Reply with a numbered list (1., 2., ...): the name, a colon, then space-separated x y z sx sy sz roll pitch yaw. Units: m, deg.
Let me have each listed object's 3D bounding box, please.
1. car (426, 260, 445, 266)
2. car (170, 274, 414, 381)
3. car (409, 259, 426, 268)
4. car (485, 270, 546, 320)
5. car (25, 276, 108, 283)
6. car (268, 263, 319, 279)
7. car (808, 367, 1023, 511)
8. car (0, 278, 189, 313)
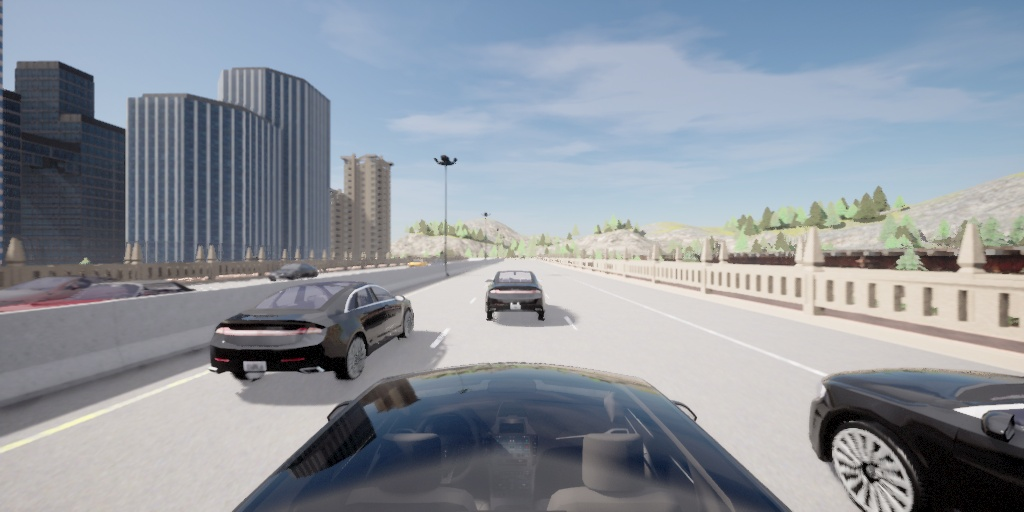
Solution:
1. car: -10.566 1.279 51.524 1.837 1.490 4.892 0 0 0
2. car: -3.399 1.244 7.168 2.128 1.511 4.902 0 0 0
3. car: -14.048 1.253 53.891 1.882 1.535 5.008 0 0 0
4. car: 0.102 1.247 12.673 2.128 1.511 4.902 0 0 0
5. car: -14.097 1.319 11.269 1.994 1.385 4.181 0 0 0
6. car: -17.590 1.289 29.160 1.812 1.442 4.674 0 0 0
7. car: 3.600 1.241 1.240 2.128 1.511 4.902 0 0 0
8. car: -10.599 1.355 9.746 1.895 1.301 4.718 0 0 0
